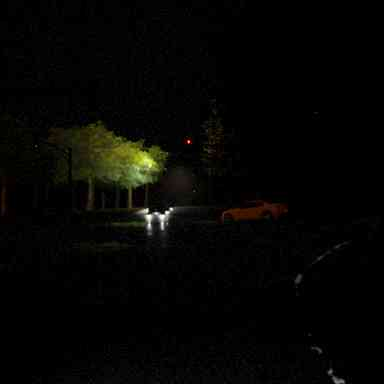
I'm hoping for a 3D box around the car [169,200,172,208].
[{"bbox_3d":[-4.414,2.107,49.984,1.812,1.442,4.674,0,-1,-1],"label":"car"}]

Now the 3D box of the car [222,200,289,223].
[{"bbox_3d":[4.496,1.399,24.318,5.008,1.535,1.882,-8,-4,37],"label":"car"}]

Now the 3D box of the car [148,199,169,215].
[{"bbox_3d":[-4.191,1.914,40.228,1.837,1.490,4.892,0,-1,-1],"label":"car"}]
